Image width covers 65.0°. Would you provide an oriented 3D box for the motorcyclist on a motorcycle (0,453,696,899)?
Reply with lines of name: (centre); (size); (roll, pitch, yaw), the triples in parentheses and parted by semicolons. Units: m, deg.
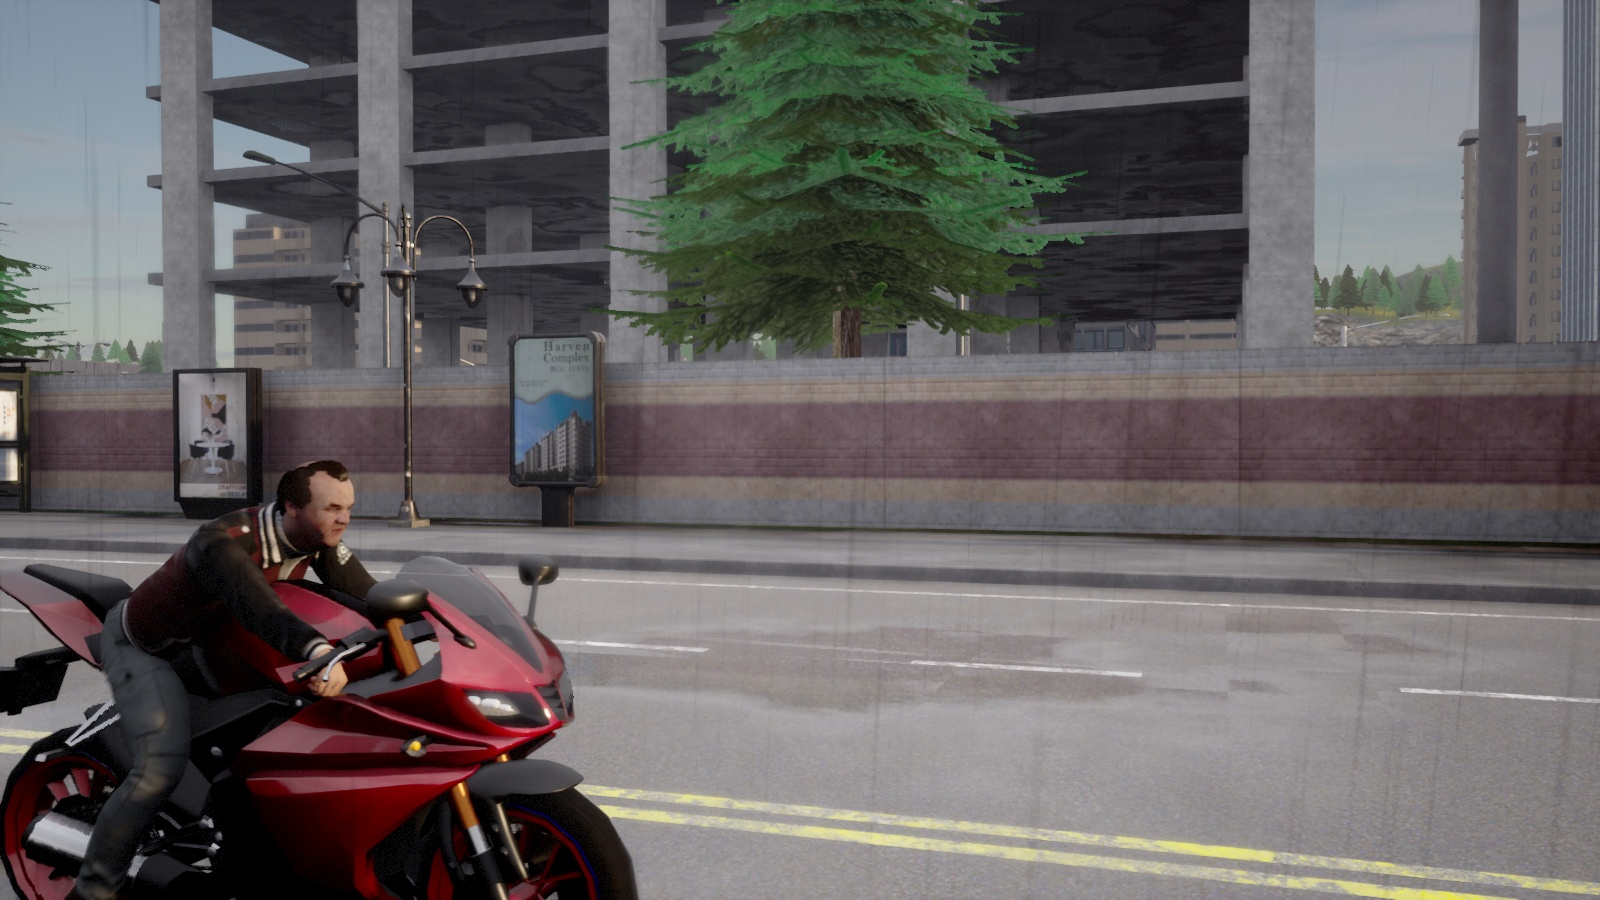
motorcyclist on a motorcycle: (-1.491, 0.795, 3.695); (2.191, 1.530, 0.866); (1, 1, 19)
